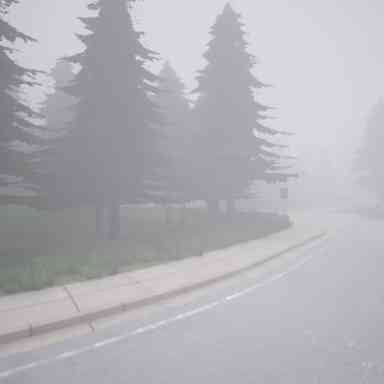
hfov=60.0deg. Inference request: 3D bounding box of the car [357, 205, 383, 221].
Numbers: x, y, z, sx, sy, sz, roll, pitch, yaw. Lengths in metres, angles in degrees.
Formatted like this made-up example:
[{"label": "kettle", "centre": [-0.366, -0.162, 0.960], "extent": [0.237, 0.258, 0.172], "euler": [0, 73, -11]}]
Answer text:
[{"label": "car", "centre": [16.414, 1.752, 29.157], "extent": [1.895, 1.301, 4.718], "euler": [0, -1, 2]}]
